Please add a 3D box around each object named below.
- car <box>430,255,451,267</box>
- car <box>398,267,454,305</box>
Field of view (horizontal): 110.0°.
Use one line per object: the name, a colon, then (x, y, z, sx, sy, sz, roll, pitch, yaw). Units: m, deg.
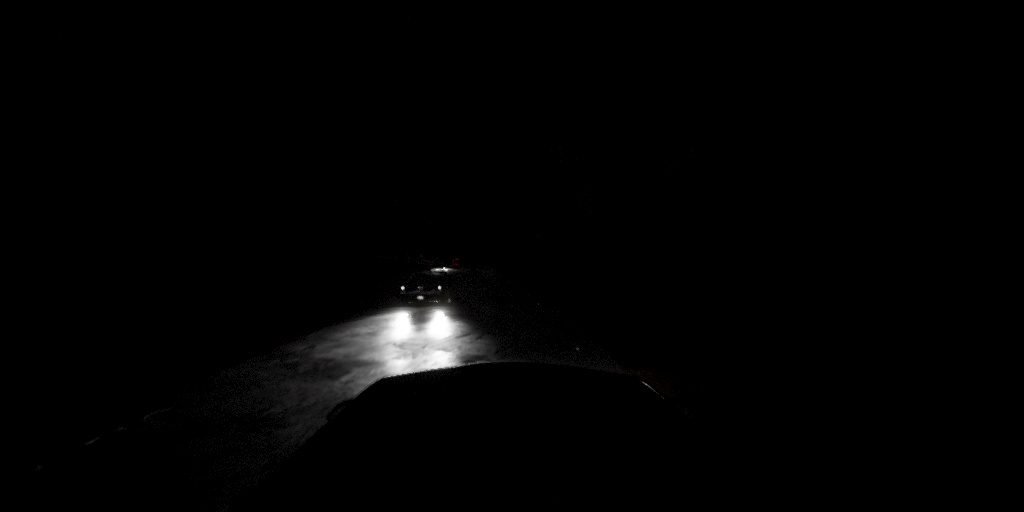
car: (-11.661, 1.081, 58.333, 2.128, 1.511, 4.902, -2, 1, -16)
car: (-3.761, 1.343, 16.317, 1.895, 1.301, 4.718, 0, 0, -5)
